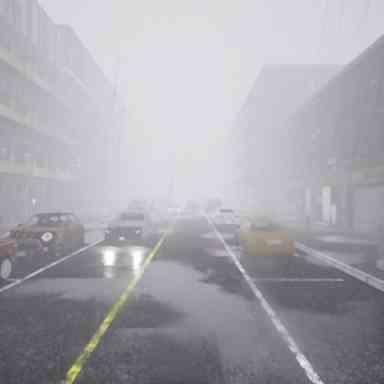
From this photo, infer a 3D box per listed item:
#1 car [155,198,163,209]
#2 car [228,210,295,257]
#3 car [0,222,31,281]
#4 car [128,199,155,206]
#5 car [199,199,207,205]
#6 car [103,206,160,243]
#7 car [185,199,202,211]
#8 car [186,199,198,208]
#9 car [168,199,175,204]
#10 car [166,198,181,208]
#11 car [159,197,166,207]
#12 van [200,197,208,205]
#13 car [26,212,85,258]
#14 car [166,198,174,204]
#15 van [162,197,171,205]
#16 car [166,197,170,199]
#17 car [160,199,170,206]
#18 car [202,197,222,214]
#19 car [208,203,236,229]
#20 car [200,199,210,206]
[{"bbox_3d":[-5.689,1.989,47.221,2.008,1.369,4.403,0,-1,0],"label":"car"},{"bbox_3d":[2.695,1.640,13.250,1.752,1.417,4.829,0,-1,0],"label":"car"},{"bbox_3d":[-5.685,1.609,7.393,1.887,1.381,4.507,0,0,0],"label":"car"},{"bbox_3d":[-5.687,1.639,35.843,2.192,1.841,5.009,0,-1,0],"label":"car"},{"bbox_3d":[2.687,2.349,81.357,1.887,1.381,4.507,0,-1,0],"label":"car"},{"bbox_3d":[-3.101,1.698,17.393,2.033,1.411,5.357,0,0,0],"label":"car"},{"bbox_3d":[0.038,2.000,47.077,1.994,1.385,4.181,0,-1,1],"label":"car"},{"bbox_3d":[-0.003,2.033,58.666,1.882,1.535,5.008,0,-1,0],"label":"car"},{"bbox_3d":[-5.694,2.521,92.739,1.802,1.307,4.206,0,-1,0],"label":"car"},{"bbox_3d":[-3.048,2.159,58.952,1.895,1.301,4.718,0,-1,1],"label":"car"},{"bbox_3d":[-5.689,1.936,52.913,1.967,1.590,4.097,0,-1,0],"label":"car"},{"bbox_3d":[2.689,2.081,75.669,1.690,1.788,3.998,0,-1,0],"label":"van"},{"bbox_3d":[-5.684,1.553,13.083,1.967,1.590,4.097,0,0,0],"label":"car"},{"bbox_3d":[-5.693,2.395,86.878,1.752,1.417,4.829,0,-1,0],"label":"car"},{"bbox_3d":[-5.690,2.081,75.670,1.690,1.788,3.998,0,-1,0],"label":"van"},{"bbox_3d":[-5.689,1.929,64.292,2.192,1.841,5.009,0,-1,0],"label":"car"},{"bbox_3d":[-5.692,2.200,69.811,1.752,1.417,4.829,0,-1,0],"label":"car"},{"bbox_3d":[2.693,1.695,41.532,2.192,1.841,5.009,0,-1,0],"label":"car"},{"bbox_3d":[2.350,1.732,23.481,1.812,1.442,4.674,0,-1,0],"label":"car"},{"bbox_3d":[2.688,2.258,69.979,1.802,1.307,4.206,0,-1,0],"label":"car"}]
